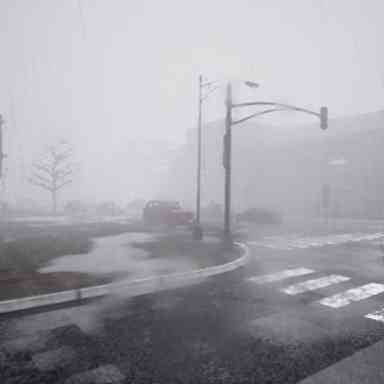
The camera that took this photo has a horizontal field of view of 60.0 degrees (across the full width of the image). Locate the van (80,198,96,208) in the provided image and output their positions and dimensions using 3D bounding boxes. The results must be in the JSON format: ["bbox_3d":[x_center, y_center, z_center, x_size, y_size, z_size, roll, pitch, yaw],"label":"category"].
[{"bbox_3d":[-19.926,2.140,63.727,1.690,1.788,3.998,1,-1,-35],"label":"van"}]

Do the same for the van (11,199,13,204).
[{"bbox_3d":[-42.630,2.218,81.734,1.690,1.788,3.998,1,-1,-35],"label":"van"}]

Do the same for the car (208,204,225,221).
[{"bbox_3d":[2.224,1.867,31.825,1.967,1.590,4.097,1,-1,-35],"label":"car"}]

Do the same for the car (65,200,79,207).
[{"bbox_3d":[-26.256,2.487,72.838,1.802,1.307,4.206,1,-1,-35],"label":"car"}]

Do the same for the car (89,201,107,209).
[{"bbox_3d":[-16.763,2.328,59.166,1.802,1.307,4.206,1,-1,-35],"label":"car"}]

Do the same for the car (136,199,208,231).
[{"bbox_3d":[-1.493,1.502,22.491,2.192,1.841,5.009,1,-1,-35],"label":"car"}]

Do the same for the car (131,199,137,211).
[{"bbox_3d":[-7.269,1.902,45.498,2.192,1.841,5.009,1,-1,-35],"label":"car"}]

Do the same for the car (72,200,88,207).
[{"bbox_3d":[-23.091,2.396,68.281,1.887,1.381,4.507,1,-1,-35],"label":"car"}]

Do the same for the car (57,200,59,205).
[{"bbox_3d":[-29.420,2.539,77.395,1.802,1.307,4.206,1,-1,-35],"label":"car"}]

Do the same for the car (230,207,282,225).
[{"bbox_3d":[5.387,1.939,27.265,1.947,1.339,4.313,1,-1,-35],"label":"car"}]

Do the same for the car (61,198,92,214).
[{"bbox_3d":[-14.151,1.840,40.717,1.967,1.590,4.097,1,-1,-35],"label":"car"}]

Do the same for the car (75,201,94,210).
[{"bbox_3d":[-18.436,2.278,56.863,1.895,1.301,4.718,2,-1,-35],"label":"car"}]

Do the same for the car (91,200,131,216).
[{"bbox_3d":[-9.465,1.962,38.519,2.033,1.411,5.357,2,-1,-35],"label":"car"}]

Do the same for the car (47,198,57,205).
[{"bbox_3d":[-35.749,2.645,86.510,1.802,1.307,4.206,1,-1,-35],"label":"car"}]

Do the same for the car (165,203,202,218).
[{"bbox_3d":[-1.039,2.007,36.520,1.752,1.417,4.829,1,-1,-35],"label":"car"}]

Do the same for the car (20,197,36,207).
[{"bbox_3d":[-33.138,2.269,68.060,2.008,1.369,4.403,1,-1,-35],"label":"car"}]

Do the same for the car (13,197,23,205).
[{"bbox_3d":[-39.465,2.139,77.178,2.192,1.841,5.009,1,-1,-35],"label":"car"}]

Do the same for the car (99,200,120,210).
[{"bbox_3d":[-13.598,2.133,54.611,1.967,1.590,4.097,1,-1,-35],"label":"car"}]
